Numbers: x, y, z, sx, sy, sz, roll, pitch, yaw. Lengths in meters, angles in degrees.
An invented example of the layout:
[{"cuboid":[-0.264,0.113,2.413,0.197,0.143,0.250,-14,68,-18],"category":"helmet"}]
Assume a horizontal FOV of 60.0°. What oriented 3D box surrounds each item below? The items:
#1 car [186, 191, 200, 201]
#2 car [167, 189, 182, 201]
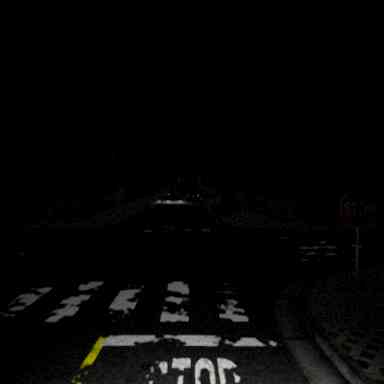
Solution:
[{"cuboid":[0.142,0.565,50.597,1.994,1.385,4.181,0,2,0],"category":"car"},{"cuboid":[-2.607,0.347,50.784,2.097,1.767,4.553,0,2,0],"category":"car"}]
